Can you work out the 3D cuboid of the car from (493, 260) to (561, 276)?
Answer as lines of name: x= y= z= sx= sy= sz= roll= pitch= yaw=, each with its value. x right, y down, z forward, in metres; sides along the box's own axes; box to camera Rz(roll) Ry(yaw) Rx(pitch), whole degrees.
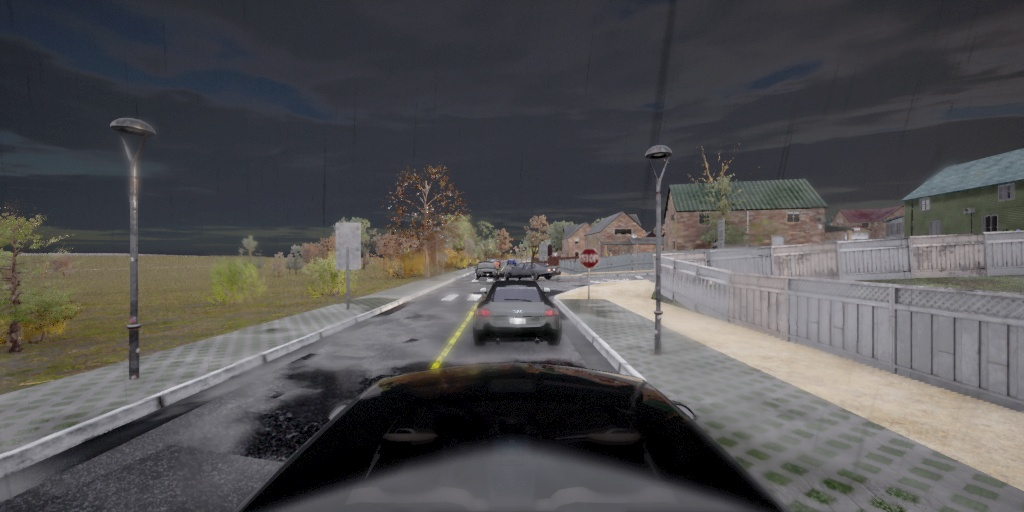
car: x=1.297 y=1.198 z=28.430 sx=5.357 sy=1.411 sz=2.033 roll=-4 pitch=-3 yaw=43

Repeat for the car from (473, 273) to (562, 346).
car: x=0.091 y=1.313 z=9.414 sx=1.994 sy=1.385 sz=4.181 roll=0 pitch=0 yaw=-1

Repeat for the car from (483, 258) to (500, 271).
car: x=-2.920 y=1.121 z=51.154 sx=2.097 sy=1.767 sz=4.553 roll=0 pitch=0 yaw=1

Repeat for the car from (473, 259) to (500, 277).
car: x=-2.294 y=1.258 z=31.336 sx=1.837 sy=1.490 sz=4.892 roll=0 pitch=0 yaw=-8

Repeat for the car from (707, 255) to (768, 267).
car: x=14.356 y=0.413 z=22.826 sx=4.181 sy=1.385 sz=1.994 roll=-3 pitch=0 yaw=16

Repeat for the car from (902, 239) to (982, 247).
car: x=23.860 y=-0.209 z=20.418 sx=4.902 sy=1.511 sz=2.128 roll=-3 pitch=0 yaw=14
